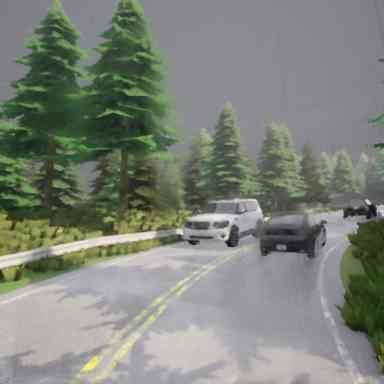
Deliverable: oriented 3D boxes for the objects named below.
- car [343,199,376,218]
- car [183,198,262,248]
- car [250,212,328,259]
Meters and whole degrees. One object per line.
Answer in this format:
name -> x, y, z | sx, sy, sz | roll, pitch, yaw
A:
car -> 14.929, 1.366, 29.545 | 2.097, 1.767, 4.553 | -3, -2, 35
car -> 1.709, 1.359, 15.922 | 2.150, 2.045, 5.566 | -3, -1, 30
car -> 3.997, 1.525, 12.858 | 1.837, 1.490, 4.892 | -3, -1, 28
